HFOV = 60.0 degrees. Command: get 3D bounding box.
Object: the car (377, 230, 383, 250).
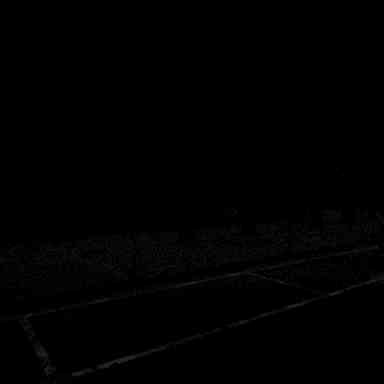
[{"bbox_3d":[8.941,1.562,13.034,4.206,1.307,1.802,0,0,-36],"label":"car"}]
